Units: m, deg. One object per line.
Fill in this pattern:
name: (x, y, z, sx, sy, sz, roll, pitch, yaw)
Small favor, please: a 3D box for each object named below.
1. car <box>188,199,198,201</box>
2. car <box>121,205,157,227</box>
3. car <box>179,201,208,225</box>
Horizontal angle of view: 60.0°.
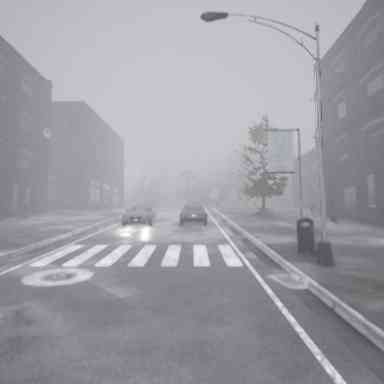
car: (0.107, 1.579, 41.180, 1.994, 1.385, 4.181, 0, 0, 0)
car: (-3.557, 1.573, 22.974, 1.994, 1.385, 4.181, 0, 0, 0)
car: (0.104, 1.573, 24.481, 1.994, 1.385, 4.181, 0, 0, 0)
